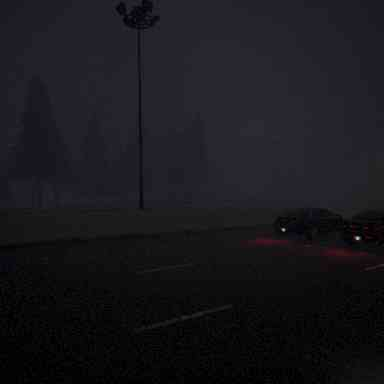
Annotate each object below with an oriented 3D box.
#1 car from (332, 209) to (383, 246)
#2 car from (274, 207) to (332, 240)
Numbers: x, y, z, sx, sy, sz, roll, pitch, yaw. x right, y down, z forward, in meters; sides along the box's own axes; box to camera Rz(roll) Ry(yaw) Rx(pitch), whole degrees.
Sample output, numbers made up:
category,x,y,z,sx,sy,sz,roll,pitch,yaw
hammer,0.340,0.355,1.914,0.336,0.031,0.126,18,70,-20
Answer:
category,x,y,z,sx,sy,sz,roll,pitch,yaw
car,8.282,1.509,14.092,4.892,1.490,1.837,0,0,-36
car,6.242,1.509,16.936,4.892,1.490,1.837,0,0,-36
